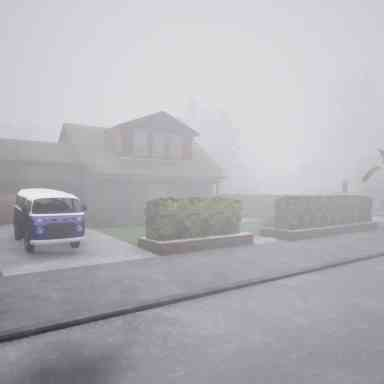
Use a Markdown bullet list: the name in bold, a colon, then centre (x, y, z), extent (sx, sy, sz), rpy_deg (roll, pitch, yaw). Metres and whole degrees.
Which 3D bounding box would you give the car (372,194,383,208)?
- **car**: centre (24.018, 0.986, 40.753), extent (3.866, 1.878, 1.905), rpy_deg (0, 0, 0)
